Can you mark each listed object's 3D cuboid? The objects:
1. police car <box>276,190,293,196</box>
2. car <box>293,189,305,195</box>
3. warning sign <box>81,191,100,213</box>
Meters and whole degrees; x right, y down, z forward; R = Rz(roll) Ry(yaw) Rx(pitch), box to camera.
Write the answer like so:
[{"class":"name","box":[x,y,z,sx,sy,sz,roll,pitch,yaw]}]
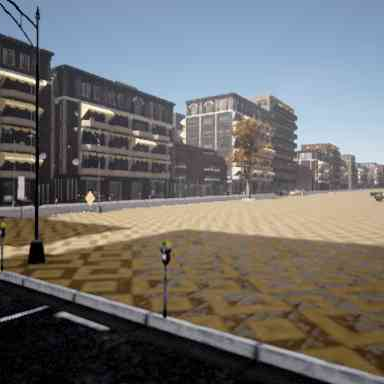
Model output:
[{"class":"police car","box":[21.976,0.209,80.662,1.930,1.638,5.238,1,1,35]},{"class":"car","box":[27.714,0.095,88.951,1.801,1.575,5.366,1,1,35]},{"class":"warning sign","box":[-8.813,0.836,28.884,1.300,1.860,1.060,-1,0,35]}]
